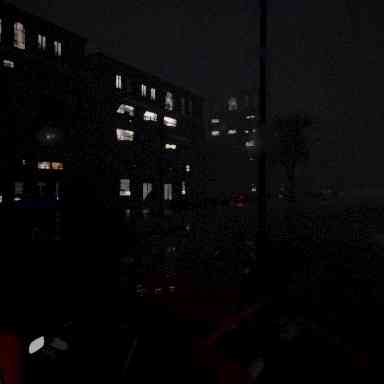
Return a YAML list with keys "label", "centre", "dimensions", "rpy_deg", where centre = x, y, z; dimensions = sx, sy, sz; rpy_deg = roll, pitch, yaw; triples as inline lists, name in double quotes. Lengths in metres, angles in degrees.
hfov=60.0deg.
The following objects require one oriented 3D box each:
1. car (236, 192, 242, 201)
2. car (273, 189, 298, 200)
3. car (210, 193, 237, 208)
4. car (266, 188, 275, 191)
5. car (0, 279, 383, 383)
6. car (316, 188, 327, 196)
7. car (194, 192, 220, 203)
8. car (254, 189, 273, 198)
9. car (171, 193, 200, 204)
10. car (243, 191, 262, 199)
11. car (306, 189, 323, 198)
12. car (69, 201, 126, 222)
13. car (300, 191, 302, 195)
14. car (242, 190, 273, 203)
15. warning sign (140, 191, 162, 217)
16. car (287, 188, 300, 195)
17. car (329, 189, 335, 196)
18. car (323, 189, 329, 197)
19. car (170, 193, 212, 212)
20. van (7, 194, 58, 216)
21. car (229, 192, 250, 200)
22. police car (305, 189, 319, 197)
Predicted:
- label: "car"
  centre: [7.563, 0.816, 48.861]
  dimensions: [1.812, 1.442, 4.674]
  rpy_deg: [1, 1, 35]
- label: "car"
  centre: [15.680, 0.676, 55.886]
  dimensions: [1.752, 1.417, 4.829]
  rpy_deg: [2, 2, 35]
- label: "car"
  centre: [2.863, 1.051, 37.459]
  dimensions: [2.008, 1.369, 4.403]
  rpy_deg: [2, 2, 35]
- label: "car"
  centre: [13.187, 0.357, 57.029]
  dimensions: [2.150, 2.045, 5.566]
  rpy_deg: [1, 1, 35]
- label: "car"
  centre: [-0.316, 1.544, 3.095]
  dimensions: [4.507, 1.381, 1.887]
  rpy_deg: [0, 0, 36]
- label: "car"
  centre: [33.119, -0.033, 84.768]
  dimensions: [2.097, 1.767, 4.553]
  rpy_deg: [0, 1, 28]
- label: "car"
  centre: [2.343, 0.808, 51.388]
  dimensions: [2.008, 1.369, 4.403]
  rpy_deg: [2, 2, 35]
- label: "car"
  centre: [15.066, 0.227, 69.670]
  dimensions: [2.192, 1.841, 5.009]
  rpy_deg: [2, 2, 35]
- label: "car"
  centre: [-0.836, 0.910, 46.816]
  dimensions: [1.947, 1.339, 4.313]
  rpy_deg: [2, 2, 35]
- label: "car"
  centre: [11.786, 0.526, 64.963]
  dimensions: [1.752, 1.417, 4.829]
  rpy_deg: [2, 2, 35]
- label: "car"
  centre: [25.122, 0.446, 69.464]
  dimensions: [2.008, 1.369, 4.403]
  rpy_deg: [2, 2, 35]
- label: "car"
  centre: [-6.676, 1.329, 23.745]
  dimensions: [1.947, 1.339, 4.313]
  rpy_deg: [2, 2, 35]
- label: "car"
  centre: [27.781, 0.115, 87.963]
  dimensions: [1.887, 1.381, 4.507]
  rpy_deg: [2, 2, 35]
- label: "car"
  centre: [9.223, 0.877, 46.603]
  dimensions: [2.008, 1.369, 4.403]
  rpy_deg: [2, 2, 35]
- label: "warning sign"
  centre: [-3.057, 0.851, 24.823]
  dimensions: [1.300, 1.860, 1.060]
  rpy_deg: [-1, 0, 35]
- label: "car"
  centre: [24.604, -0.029, 83.385]
  dimensions: [2.192, 1.841, 5.009]
  rpy_deg: [2, 2, 35]
- label: "car"
  centre: [34.662, 0.080, 83.176]
  dimensions: [1.967, 1.590, 4.097]
  rpy_deg: [2, 2, 35]
- label: "car"
  centre: [28.301, 0.361, 74.034]
  dimensions: [2.008, 1.369, 4.403]
  rpy_deg: [2, 2, 35]
- label: "car"
  centre: [-0.317, 1.132, 32.887]
  dimensions: [1.887, 1.381, 4.507]
  rpy_deg: [2, 2, 35]
- label: "van"
  centre: [-13.553, 1.035, 28.523]
  dimensions: [1.690, 1.788, 3.998]
  rpy_deg: [2, 2, 35]
- label: "car"
  centre: [8.703, 0.650, 60.533]
  dimensions: [1.947, 1.339, 4.313]
  rpy_deg: [2, 2, 35]
- label: "police car"
  centre: [27.663, 0.191, 76.647]
  dimensions: [1.930, 1.638, 5.238]
  rpy_deg: [0, 1, 32]
